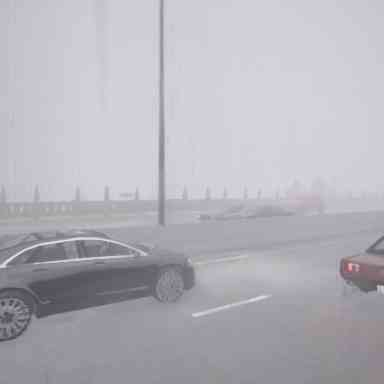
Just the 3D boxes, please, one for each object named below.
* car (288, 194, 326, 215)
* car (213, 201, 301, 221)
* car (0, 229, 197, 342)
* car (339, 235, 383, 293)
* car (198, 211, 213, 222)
[{"bbox_3d":[11.151,1.251,33.425,5.566,2.045,2.150,0,0,-35],"label":"car"},{"bbox_3d":[3.953,1.485,19.705,5.008,1.535,1.882,0,0,-35],"label":"car"},{"bbox_3d":[-2.150,1.491,6.511,4.902,1.511,2.128,0,0,-35],"label":"car"},{"bbox_3d":[5.536,1.603,7.693,4.718,1.301,1.895,0,0,-35],"label":"car"},{"bbox_3d":[3.004,1.556,23.328,5.357,1.411,2.033,0,0,-35],"label":"car"}]
